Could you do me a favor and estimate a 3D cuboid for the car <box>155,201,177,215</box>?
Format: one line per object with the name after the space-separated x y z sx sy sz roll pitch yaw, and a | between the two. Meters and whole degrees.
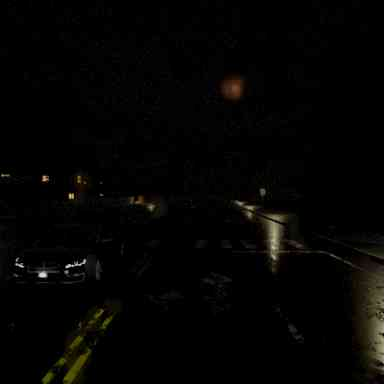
-2.529 1.591 34.070 2.033 1.411 5.357 0 0 2 | car

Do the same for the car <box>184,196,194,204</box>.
-0.555 1.607 67.918 1.882 1.535 5.008 0 0 4 | car

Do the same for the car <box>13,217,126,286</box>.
-3.166 1.529 9.553 1.837 1.490 4.892 0 0 1 | car
